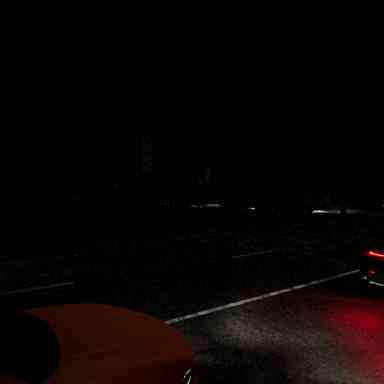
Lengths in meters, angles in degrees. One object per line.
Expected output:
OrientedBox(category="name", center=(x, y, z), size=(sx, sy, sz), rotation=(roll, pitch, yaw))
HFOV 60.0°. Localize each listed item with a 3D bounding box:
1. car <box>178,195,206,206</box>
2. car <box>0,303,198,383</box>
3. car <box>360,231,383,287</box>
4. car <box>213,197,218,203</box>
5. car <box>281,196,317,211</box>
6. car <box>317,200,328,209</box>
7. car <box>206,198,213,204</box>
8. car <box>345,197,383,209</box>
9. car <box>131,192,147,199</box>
OrientedBox(category="car", center=(-0.542, 1.300, 50.979), size=(1.837, 1.490, 4.892), rotation=(-1, 0, -39))
OrientedBox(category="car", center=(-2.225, 1.478, 2.141), size=(5.008, 1.535, 1.882), rotation=(0, 0, -36))
OrientedBox(category="car", center=(5.930, 1.468, 7.976), size=(4.892, 1.490, 1.837), rotation=(0, 0, -35))
OrientedBox(category="car", center=(5.702, 1.195, 60.277), size=(2.128, 1.511, 4.902), rotation=(-1, 0, -39))
OrientedBox(category="car", center=(11.019, 1.350, 36.564), size=(1.994, 1.385, 4.181), rotation=(-1, 0, -39))
OrientedBox(category="car", center=(13.429, 1.234, 39.150), size=(1.882, 1.535, 5.008), rotation=(-1, 0, -39))
OrientedBox(category="car", center=(0.663, 1.258, 55.077), size=(2.128, 1.511, 4.902), rotation=(-1, 0, -39))
OrientedBox(category="car", center=(21.092, 1.295, 40.630), size=(1.895, 1.301, 4.718), rotation=(-1, 0, -37))
OrientedBox(category="car", center=(-9.334, 1.027, 62.060), size=(2.150, 2.045, 5.566), rotation=(-1, 0, -38))
